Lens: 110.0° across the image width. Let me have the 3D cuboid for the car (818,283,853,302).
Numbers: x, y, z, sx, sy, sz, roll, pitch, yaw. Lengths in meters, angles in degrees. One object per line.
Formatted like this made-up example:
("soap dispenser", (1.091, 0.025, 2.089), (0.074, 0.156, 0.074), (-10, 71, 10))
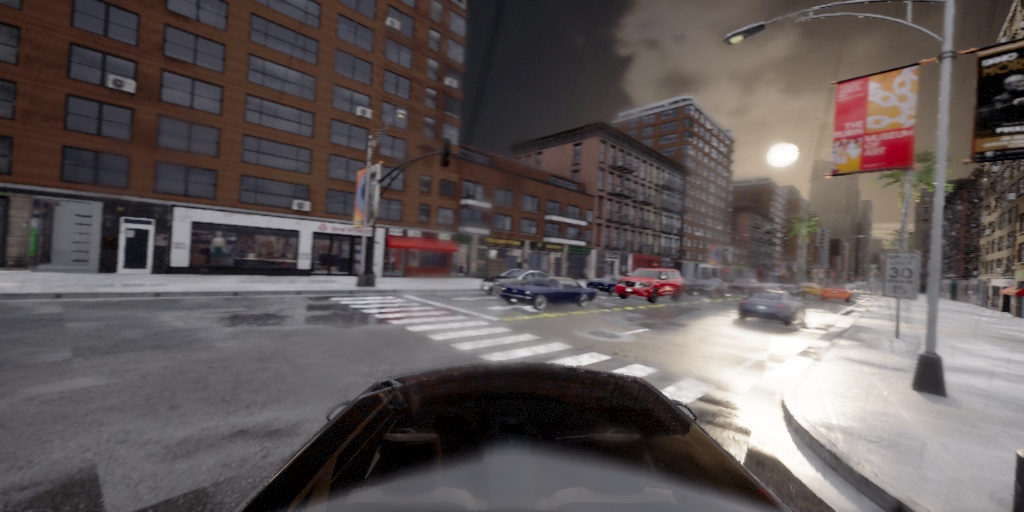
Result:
("car", (32.763, 3.615, 36.072), (4.553, 1.767, 2.097), (4, -1, -43))

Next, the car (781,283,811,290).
("car", (28.619, 3.596, 36.643), (4.718, 1.301, 1.895), (4, -1, -43))

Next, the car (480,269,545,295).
("car", (0.527, 1.443, 19.281), (4.902, 1.511, 2.128), (4, -1, -43))

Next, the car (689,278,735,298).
("car", (16.220, 2.655, 29.652), (5.357, 1.411, 2.033), (4, -1, -43))

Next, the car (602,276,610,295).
("car", (7.245, 2.069, 25.638), (4.718, 1.301, 1.895), (4, -1, -43))

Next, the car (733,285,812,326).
("car", (11.976, 2.260, 16.441), (4.181, 1.385, 1.994), (4, -1, -43))

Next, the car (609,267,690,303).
("car", (8.804, 1.764, 22.626), (5.566, 2.045, 2.150), (4, -1, -43))

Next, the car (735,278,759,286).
("car", (23.736, 3.024, 36.689), (4.553, 1.767, 2.097), (4, -1, -43))

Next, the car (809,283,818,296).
("car", (36.685, 4.071, 44.261), (5.008, 1.535, 1.882), (4, 0, -43))

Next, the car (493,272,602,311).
("car", (1.699, 1.598, 15.924), (4.718, 1.301, 1.895), (4, -1, -43))
